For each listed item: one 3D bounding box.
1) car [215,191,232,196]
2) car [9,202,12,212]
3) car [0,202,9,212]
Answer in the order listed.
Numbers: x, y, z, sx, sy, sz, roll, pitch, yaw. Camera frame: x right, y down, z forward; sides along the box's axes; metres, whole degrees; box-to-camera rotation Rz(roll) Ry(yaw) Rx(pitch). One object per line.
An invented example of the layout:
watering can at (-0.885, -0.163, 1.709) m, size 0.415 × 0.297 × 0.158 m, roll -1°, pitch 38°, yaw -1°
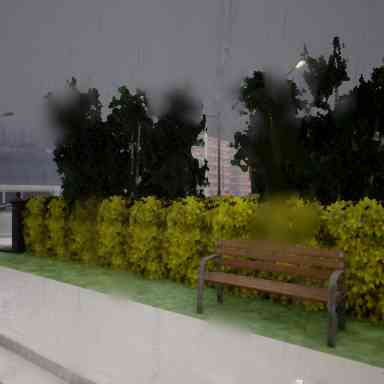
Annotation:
car at (6.341, 0.566, 68.388) m, size 2.097 × 1.767 × 4.553 m, roll 0°, pitch 1°, yaw 35°
car at (-16.604, 1.478, 35.837) m, size 1.812 × 1.442 × 4.674 m, roll 0°, pitch 0°, yaw 35°
car at (-19.742, 1.519, 37.456) m, size 1.994 × 1.385 × 4.181 m, roll 0°, pitch 0°, yaw 35°
